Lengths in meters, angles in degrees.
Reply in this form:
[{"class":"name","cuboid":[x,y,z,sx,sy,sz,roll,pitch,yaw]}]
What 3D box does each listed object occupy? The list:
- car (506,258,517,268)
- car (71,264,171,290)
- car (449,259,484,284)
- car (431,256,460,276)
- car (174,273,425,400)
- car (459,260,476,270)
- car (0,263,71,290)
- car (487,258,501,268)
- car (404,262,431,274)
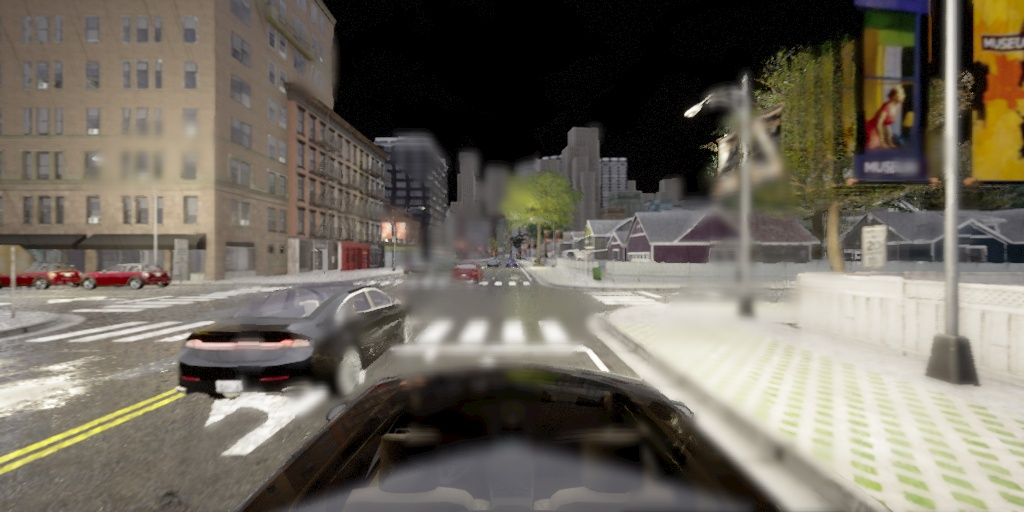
[{"class":"car","cuboid":[-0.075,1.302,63.826,1.812,1.442,4.674,0,0,0]},{"class":"car","cuboid":[-23.559,1.193,21.918,4.097,1.591,1.967,0,0,0]},{"class":"car","cuboid":[-3.180,1.231,26.730,1.882,1.535,5.008,0,0,0]},{"class":"car","cuboid":[-6.636,0.979,37.896,2.150,2.045,5.566,0,0,0]},{"class":"car","cuboid":[-3.155,1.244,6.430,2.128,1.511,4.902,0,0,0]},{"class":"car","cuboid":[-6.627,1.334,53.804,1.994,1.385,4.181,0,0,0]},{"class":"car","cuboid":[-29.063,1.196,21.889,4.097,1.591,1.967,0,0,0]},{"class":"car","cuboid":[-3.325,1.342,63.822,1.994,1.385,4.181,0,0,0]},{"class":"car","cuboid":[-9.887,1.309,38.239,2.033,1.411,5.357,0,0,0]}]
